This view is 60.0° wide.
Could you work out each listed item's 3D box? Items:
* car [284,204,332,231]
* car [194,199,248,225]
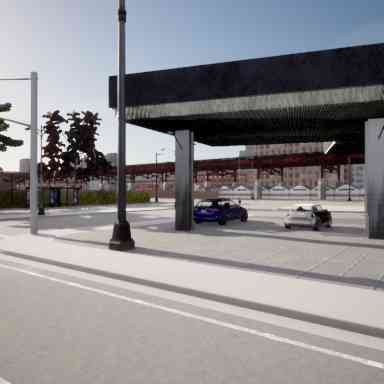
[{"bbox_3d":[7.136,1.456,20.192,1.970,1.475,3.806,0,0,37],"label":"car"},{"bbox_3d":[2.057,1.295,22.982,2.242,1.667,4.611,0,0,37],"label":"car"}]
